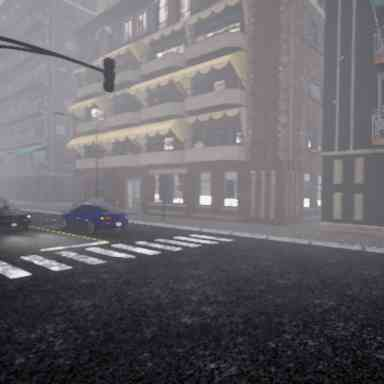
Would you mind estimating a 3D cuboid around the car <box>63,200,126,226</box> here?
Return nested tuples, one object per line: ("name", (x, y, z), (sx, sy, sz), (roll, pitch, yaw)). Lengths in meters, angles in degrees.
("car", (-6.546, 1.311, 22.104), (4.403, 1.369, 2.008), (1, 1, 43))

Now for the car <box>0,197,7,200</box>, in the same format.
("car", (-20.600, 1.123, 34.878), (4.313, 1.339, 1.947), (1, 1, 43))

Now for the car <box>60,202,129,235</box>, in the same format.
("car", (-5.125, 1.316, 17.301), (4.674, 1.442, 1.812), (1, 0, 43))

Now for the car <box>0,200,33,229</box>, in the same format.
("car", (-10.568, 1.323, 18.276), (4.718, 1.301, 1.895), (1, 0, 43))
